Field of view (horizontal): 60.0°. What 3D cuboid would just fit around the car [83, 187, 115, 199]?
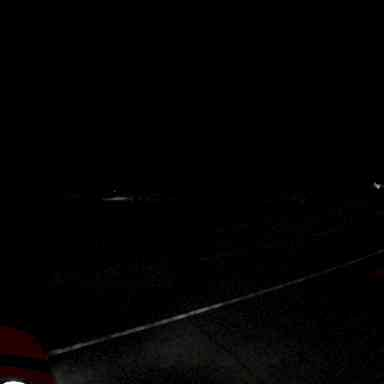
[{"bbox_3d":[-15.438,0.297,53.641,4.902,1.511,2.128,1,4,30],"label":"car"}]

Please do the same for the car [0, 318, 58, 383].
[{"bbox_3d":[-3.075,1.363,1.714,4.553,1.767,2.097,0,0,-35],"label":"car"}]

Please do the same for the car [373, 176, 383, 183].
[{"bbox_3d":[46.002,-3.135,82.304,2.033,1.411,5.357,-2,2,27],"label":"car"}]

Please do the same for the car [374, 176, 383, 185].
[{"bbox_3d":[38.665,-2.255,67.640,1.882,1.535,5.008,-2,2,27],"label":"car"}]

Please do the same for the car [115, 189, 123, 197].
[{"bbox_3d":[-13.997,-0.065,56.836,4.553,1.767,2.097,2,4,30],"label":"car"}]
